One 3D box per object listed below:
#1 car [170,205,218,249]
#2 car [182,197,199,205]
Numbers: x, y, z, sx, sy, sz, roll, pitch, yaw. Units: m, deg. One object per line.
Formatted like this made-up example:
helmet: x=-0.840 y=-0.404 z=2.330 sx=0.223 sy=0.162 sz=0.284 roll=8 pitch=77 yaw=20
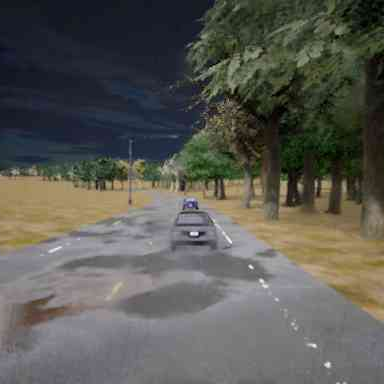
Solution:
car: x=0.062 y=1.518 z=14.303 sx=2.033 sy=1.411 sz=5.357 roll=0 pitch=0 yaw=0
car: x=-0.221 y=1.396 z=41.467 sx=1.812 sy=1.442 sz=4.674 roll=0 pitch=0 yaw=-1
